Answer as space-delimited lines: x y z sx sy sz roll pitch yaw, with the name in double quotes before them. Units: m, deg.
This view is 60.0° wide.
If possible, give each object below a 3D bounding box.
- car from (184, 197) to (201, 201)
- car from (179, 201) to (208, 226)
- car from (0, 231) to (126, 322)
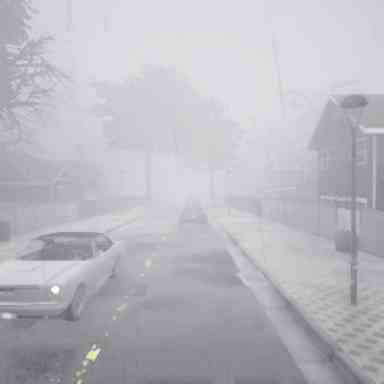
"car" 0.111 1.398 42.193 2.097 1.767 4.553 0 0 0
"car" 0.100 1.588 23.740 1.994 1.385 4.181 0 0 0
"car" -2.843 1.606 7.337 1.895 1.301 4.718 0 0 0
